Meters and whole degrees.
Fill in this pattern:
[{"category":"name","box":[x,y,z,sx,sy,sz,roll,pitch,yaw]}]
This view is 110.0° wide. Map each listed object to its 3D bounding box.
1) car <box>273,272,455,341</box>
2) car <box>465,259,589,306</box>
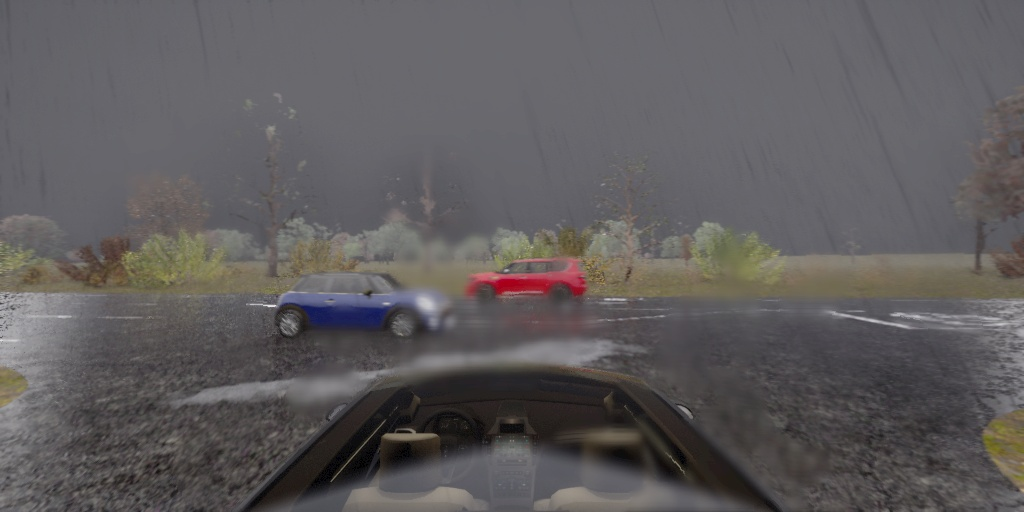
[{"category":"car","box":[-3.940,1.223,9.961,4.553,1.767,2.097,0,-1,6]},{"category":"car","box":[0.691,1.147,16.532,5.566,2.045,2.150,0,-1,6]}]
